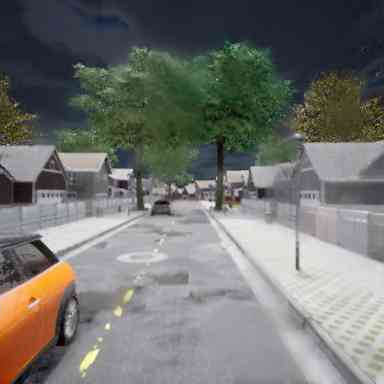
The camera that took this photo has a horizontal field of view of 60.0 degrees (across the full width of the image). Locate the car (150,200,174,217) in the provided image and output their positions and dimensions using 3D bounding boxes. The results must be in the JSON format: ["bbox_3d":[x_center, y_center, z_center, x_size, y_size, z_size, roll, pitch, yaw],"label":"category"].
[{"bbox_3d":[-2.797,1.501,31.437,1.837,1.490,4.892,0,-1,1],"label":"car"}]

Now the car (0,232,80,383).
[{"bbox_3d":[-2.818,1.351,3.316,2.097,1.767,4.553,0,0,0],"label":"car"}]
